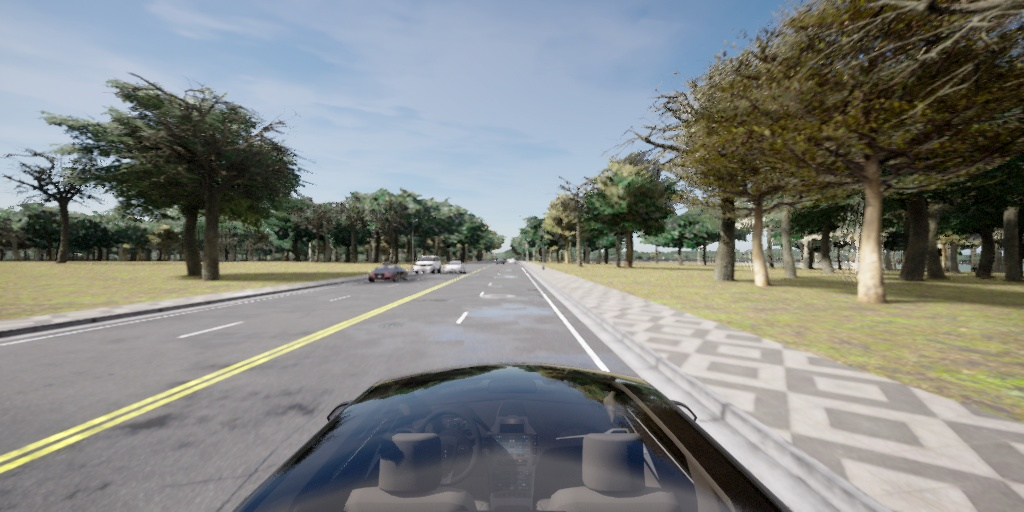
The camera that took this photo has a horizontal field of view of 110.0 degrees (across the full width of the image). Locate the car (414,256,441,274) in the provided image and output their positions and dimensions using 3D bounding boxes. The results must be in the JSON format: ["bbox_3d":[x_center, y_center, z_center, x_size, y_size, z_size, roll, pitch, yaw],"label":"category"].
[{"bbox_3d":[-9.676,1.008,41.633,2.150,2.045,5.566,0,0,0],"label":"car"}]

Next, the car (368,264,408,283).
[{"bbox_3d":[-9.712,1.326,28.304,1.994,1.385,4.181,0,0,0],"label":"car"}]

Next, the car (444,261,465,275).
[{"bbox_3d":[-6.439,1.320,40.842,1.812,1.442,4.674,0,0,1],"label":"car"}]
